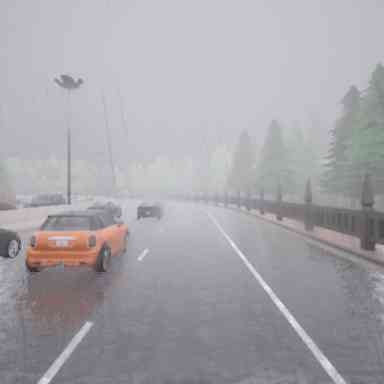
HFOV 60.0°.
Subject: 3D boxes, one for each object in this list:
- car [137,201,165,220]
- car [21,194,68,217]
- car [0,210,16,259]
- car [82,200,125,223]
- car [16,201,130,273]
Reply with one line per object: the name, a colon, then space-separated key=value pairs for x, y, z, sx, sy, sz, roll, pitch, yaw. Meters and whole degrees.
car: x=-3.405 y=1.474 z=28.141 sx=1.882 sy=1.535 sz=5.008 roll=0 pitch=0 yaw=0
car: x=-14.150 y=1.217 z=32.303 sx=2.150 sy=2.045 sz=5.566 roll=0 pitch=0 yaw=-1
car: x=-6.909 y=1.505 z=9.701 sx=1.837 sy=1.490 sz=4.892 roll=0 pitch=0 yaw=0
car: x=-6.905 y=1.488 z=26.579 sx=2.128 sy=1.511 sz=4.902 roll=0 pitch=0 yaw=0
car: x=-3.407 y=1.352 z=10.844 sx=2.097 sy=1.767 sz=4.553 roll=0 pitch=0 yaw=0
